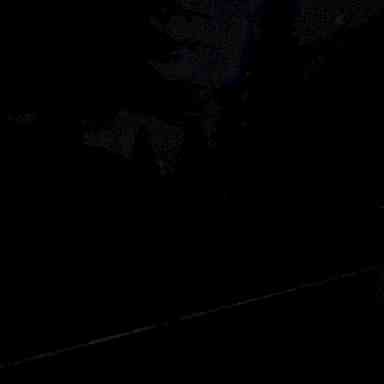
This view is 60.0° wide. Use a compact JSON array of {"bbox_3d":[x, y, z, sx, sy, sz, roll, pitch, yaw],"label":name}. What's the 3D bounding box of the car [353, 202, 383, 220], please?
[{"bbox_3d":[13.893,1.529,25.487,1.812,1.442,4.674,0,0,-36],"label":"car"}]
